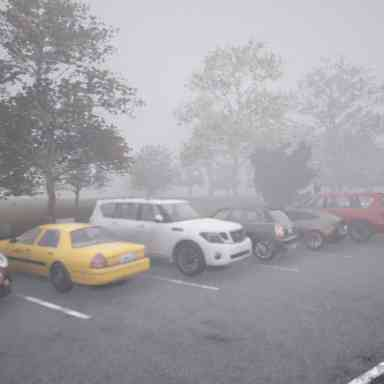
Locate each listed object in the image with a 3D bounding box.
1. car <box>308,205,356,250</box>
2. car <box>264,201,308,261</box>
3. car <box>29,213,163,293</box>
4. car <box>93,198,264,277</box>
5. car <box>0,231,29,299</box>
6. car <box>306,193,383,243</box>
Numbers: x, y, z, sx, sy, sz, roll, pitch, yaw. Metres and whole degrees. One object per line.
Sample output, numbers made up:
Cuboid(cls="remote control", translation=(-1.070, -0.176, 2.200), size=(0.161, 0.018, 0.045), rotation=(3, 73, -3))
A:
Cuboid(cls="car", translation=(3.904, 1.429, 13.908), size=(4.792, 1.488, 2.163), rotation=(-1, 0, 35))
Cuboid(cls="car", translation=(1.505, 1.311, 12.187), size=(4.553, 1.767, 2.185), rotation=(-1, 0, 35))
Cuboid(cls="car", translation=(-3.553, 1.483, 8.891), size=(5.366, 1.575, 1.946), rotation=(-1, 0, 35))
Cuboid(cls="car", translation=(-0.935, 1.214, 10.493), size=(5.566, 2.045, 2.435), rotation=(-1, -1, 35))
Cuboid(cls="car", translation=(-5.844, 1.366, 7.093), size=(4.553, 1.767, 2.185), rotation=(-1, -1, 34))
Cuboid(cls="car", translation=(6.353, 1.100, 15.588), size=(5.566, 2.045, 2.435), rotation=(-1, 0, 35))
